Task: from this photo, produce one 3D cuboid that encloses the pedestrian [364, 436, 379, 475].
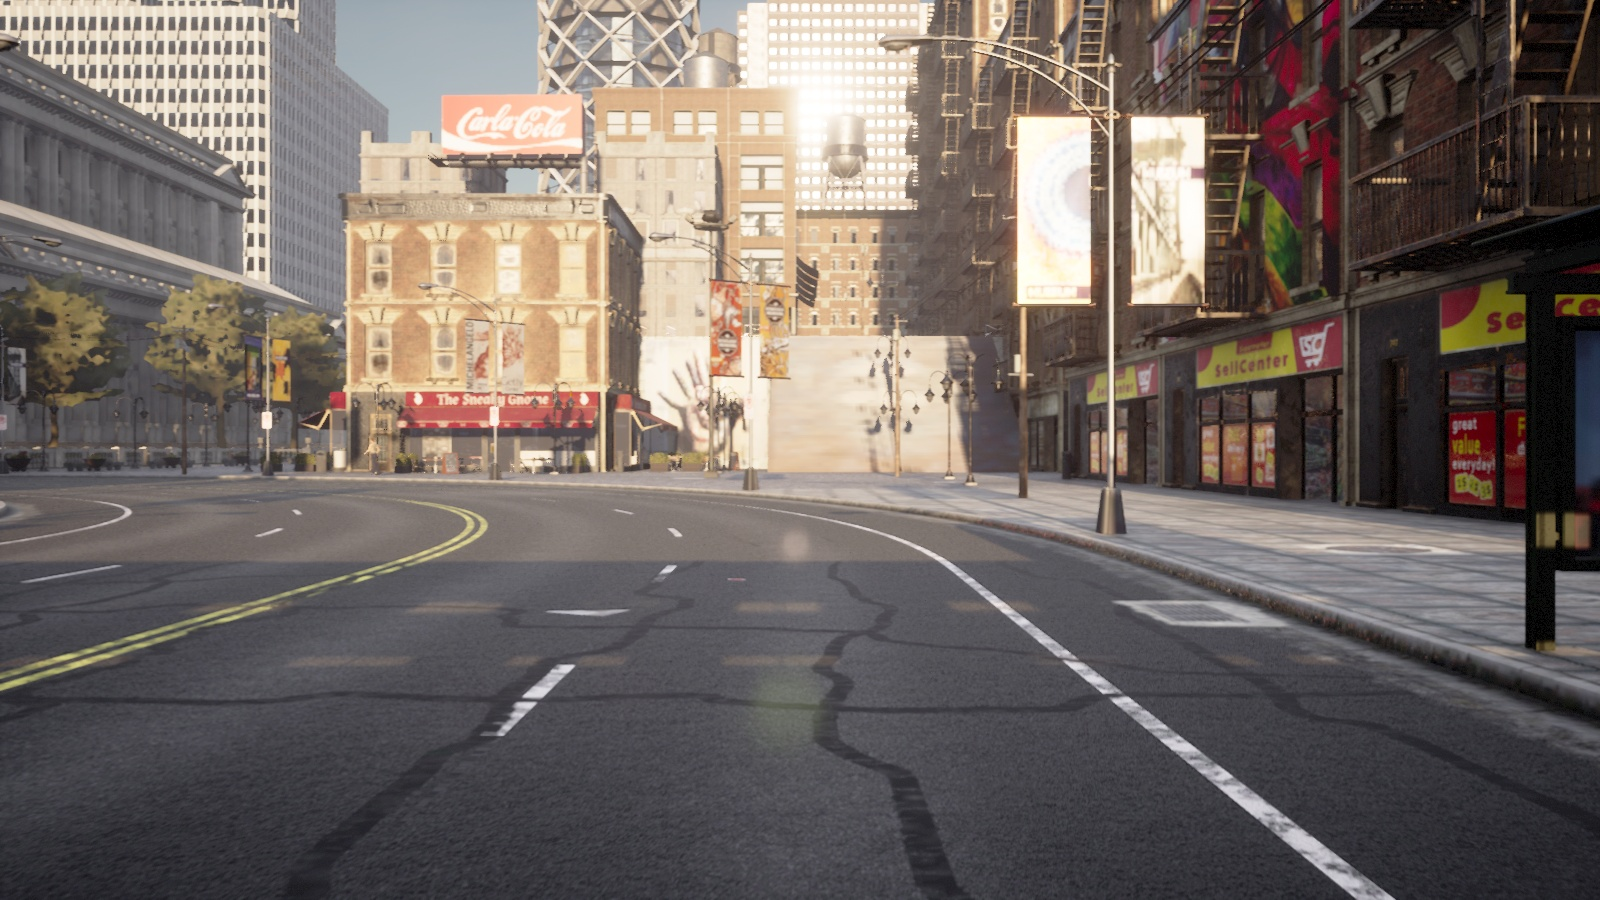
[{"bbox_3d":[-20.591,0.255,60.399,0.594,1.836,0.345,0,0,17],"label":"pedestrian"}]
